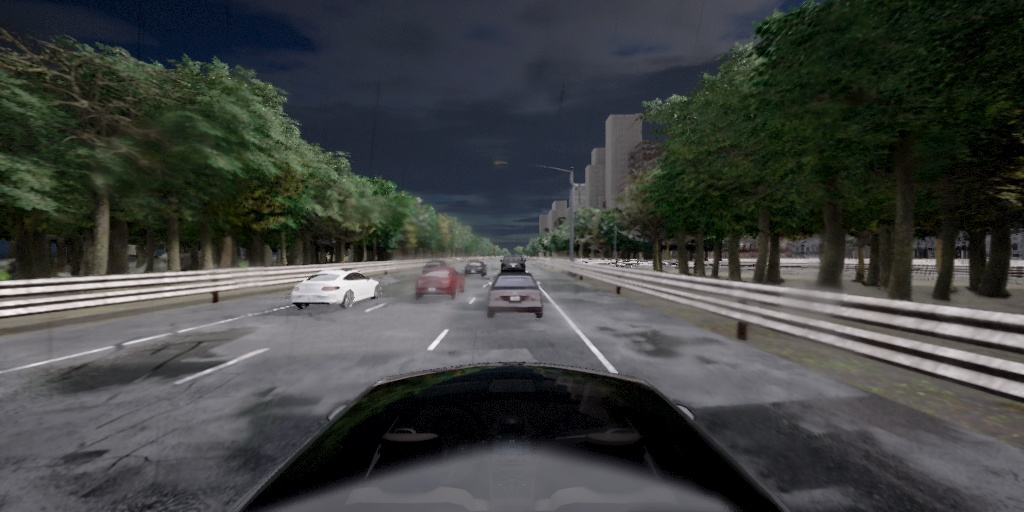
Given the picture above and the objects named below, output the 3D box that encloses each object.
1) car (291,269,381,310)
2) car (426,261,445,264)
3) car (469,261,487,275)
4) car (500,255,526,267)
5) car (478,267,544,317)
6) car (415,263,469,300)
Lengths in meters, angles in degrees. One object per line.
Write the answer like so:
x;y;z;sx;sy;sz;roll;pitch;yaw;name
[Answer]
-6.900;1.260;14.490;1.812;1.442;4.674;0;0;0;car
-6.894;1.175;33.081;1.837;1.490;4.892;0;0;0;car
-3.395;1.191;34.198;1.812;1.442;4.674;0;0;0;car
0.105;0.895;32.236;2.150;2.045;5.566;0;0;0;car
0.102;1.285;13.013;2.033;1.411;5.357;0;0;0;car
-3.412;1.253;17.537;1.812;1.442;4.674;0;0;0;car
